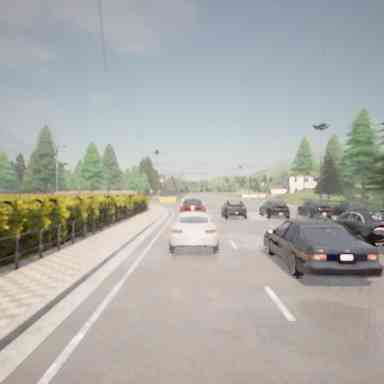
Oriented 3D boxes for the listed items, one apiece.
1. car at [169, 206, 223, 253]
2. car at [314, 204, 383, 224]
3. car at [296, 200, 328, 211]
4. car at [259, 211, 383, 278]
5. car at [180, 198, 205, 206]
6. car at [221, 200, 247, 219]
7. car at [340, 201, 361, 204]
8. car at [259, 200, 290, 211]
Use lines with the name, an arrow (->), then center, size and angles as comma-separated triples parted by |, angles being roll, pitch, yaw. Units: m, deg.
car -> 0.070, 1.509, 13.577 | 1.812, 1.442, 4.674 | 0, 0, 0
car -> 7.071, 1.473, 13.642 | 2.128, 1.511, 4.902 | 0, 0, 0
car -> 10.574, 1.468, 28.905 | 1.837, 1.490, 4.892 | 0, 1, 0
car -> 3.547, 1.534, 10.081 | 2.033, 1.411, 5.357 | 0, 0, 1
car -> 0.071, 1.313, 28.513 | 2.097, 1.767, 4.553 | 0, 0, 0
car -> 3.573, 1.454, 28.816 | 2.128, 1.511, 4.902 | 0, 0, 0
car -> 14.079, 1.524, 29.637 | 1.994, 1.385, 4.181 | 0, 0, 0
car -> 7.074, 1.468, 28.866 | 1.837, 1.490, 4.892 | 0, 1, 0
